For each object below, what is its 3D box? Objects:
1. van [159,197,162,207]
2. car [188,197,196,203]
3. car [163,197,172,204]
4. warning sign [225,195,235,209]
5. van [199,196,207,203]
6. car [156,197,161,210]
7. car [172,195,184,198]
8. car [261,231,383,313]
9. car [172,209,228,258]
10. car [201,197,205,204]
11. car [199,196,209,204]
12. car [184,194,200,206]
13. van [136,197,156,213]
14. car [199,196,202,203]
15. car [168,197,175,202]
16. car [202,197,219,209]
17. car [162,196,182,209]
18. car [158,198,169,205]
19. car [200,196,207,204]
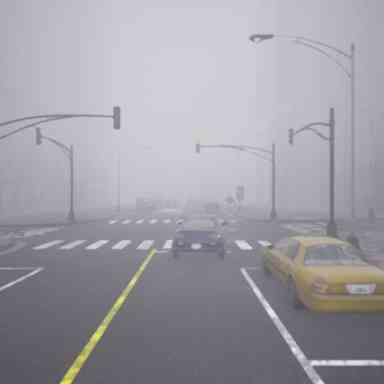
[{"bbox_3d":[-5.790,1.659,56.748,1.690,1.788,3.998,0,0,0],"label":"van"},{"bbox_3d":[-0.016,1.805,75.395,1.812,1.442,4.674,0,0,0],"label":"car"},{"bbox_3d":[-5.790,2.003,78.846,2.008,1.369,4.403,0,0,0],"label":"car"},{"bbox_3d":[5.062,1.359,44.299,1.300,1.860,1.060,0,0,0],"label":"warning sign"},{"bbox_3d":[2.749,1.827,84.359,1.690,1.788,3.998,0,0,0],"label":"van"},{"bbox_3d":[-5.788,1.796,45.698,1.887,1.381,4.507,0,0,0],"label":"car"},{"bbox_3d":[-3.016,1.969,68.346,1.812,1.442,4.674,0,0,0],"label":"car"},{"bbox_3d":[2.764,1.567,7.759,1.752,1.417,4.829,0,0,0],"label":"car"},{"bbox_3d":[0.398,1.595,13.039,1.812,1.442,4.674,0,0,6],"label":"car"},{"bbox_3d":[2.764,1.829,51.206,1.887,1.381,4.507,0,0,0],"label":"car"},{"bbox_3d":[2.752,1.767,78.834,2.192,1.841,5.009,0,0,0],"label":"car"},{"bbox_3d":[0.040,1.720,64.777,2.097,1.767,4.553,0,0,1],"label":"car"},{"bbox_3d":[-5.789,1.560,40.174,1.690,1.788,3.998,0,0,0],"label":"van"},{"bbox_3d":[2.759,1.878,62.427,1.752,1.417,4.829,0,0,0],"label":"car"},{"bbox_3d":[-5.791,2.077,95.251,1.752,1.417,4.829,0,0,0],"label":"car"},{"bbox_3d":[2.767,1.796,45.681,1.887,1.381,4.507,0,0,0],"label":"car"},{"bbox_3d":[-3.086,1.782,52.047,2.128,1.511,4.902,0,-1,0],"label":"car"},{"bbox_3d":[-5.789,1.967,67.797,1.802,1.307,4.206,0,0,0],"label":"car"},{"bbox_3d":[2.762,1.862,56.732,1.887,1.381,4.507,0,0,0],"label":"car"}]
